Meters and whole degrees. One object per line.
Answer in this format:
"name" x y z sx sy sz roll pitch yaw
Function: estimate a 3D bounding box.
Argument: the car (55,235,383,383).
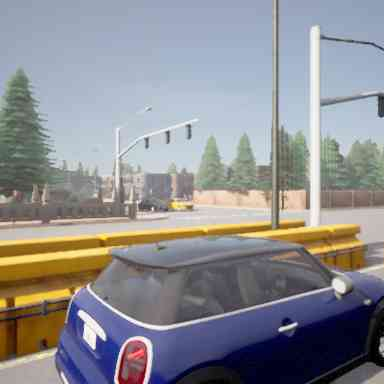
"car" 0.787 1.357 4.304 4.553 1.767 2.097 0 0 -36

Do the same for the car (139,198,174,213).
"car" -4.455 1.539 38.605 1.837 1.490 4.892 0 0 -36

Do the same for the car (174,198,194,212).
"car" -1.677 1.519 40.737 1.882 1.535 5.008 0 0 -36
